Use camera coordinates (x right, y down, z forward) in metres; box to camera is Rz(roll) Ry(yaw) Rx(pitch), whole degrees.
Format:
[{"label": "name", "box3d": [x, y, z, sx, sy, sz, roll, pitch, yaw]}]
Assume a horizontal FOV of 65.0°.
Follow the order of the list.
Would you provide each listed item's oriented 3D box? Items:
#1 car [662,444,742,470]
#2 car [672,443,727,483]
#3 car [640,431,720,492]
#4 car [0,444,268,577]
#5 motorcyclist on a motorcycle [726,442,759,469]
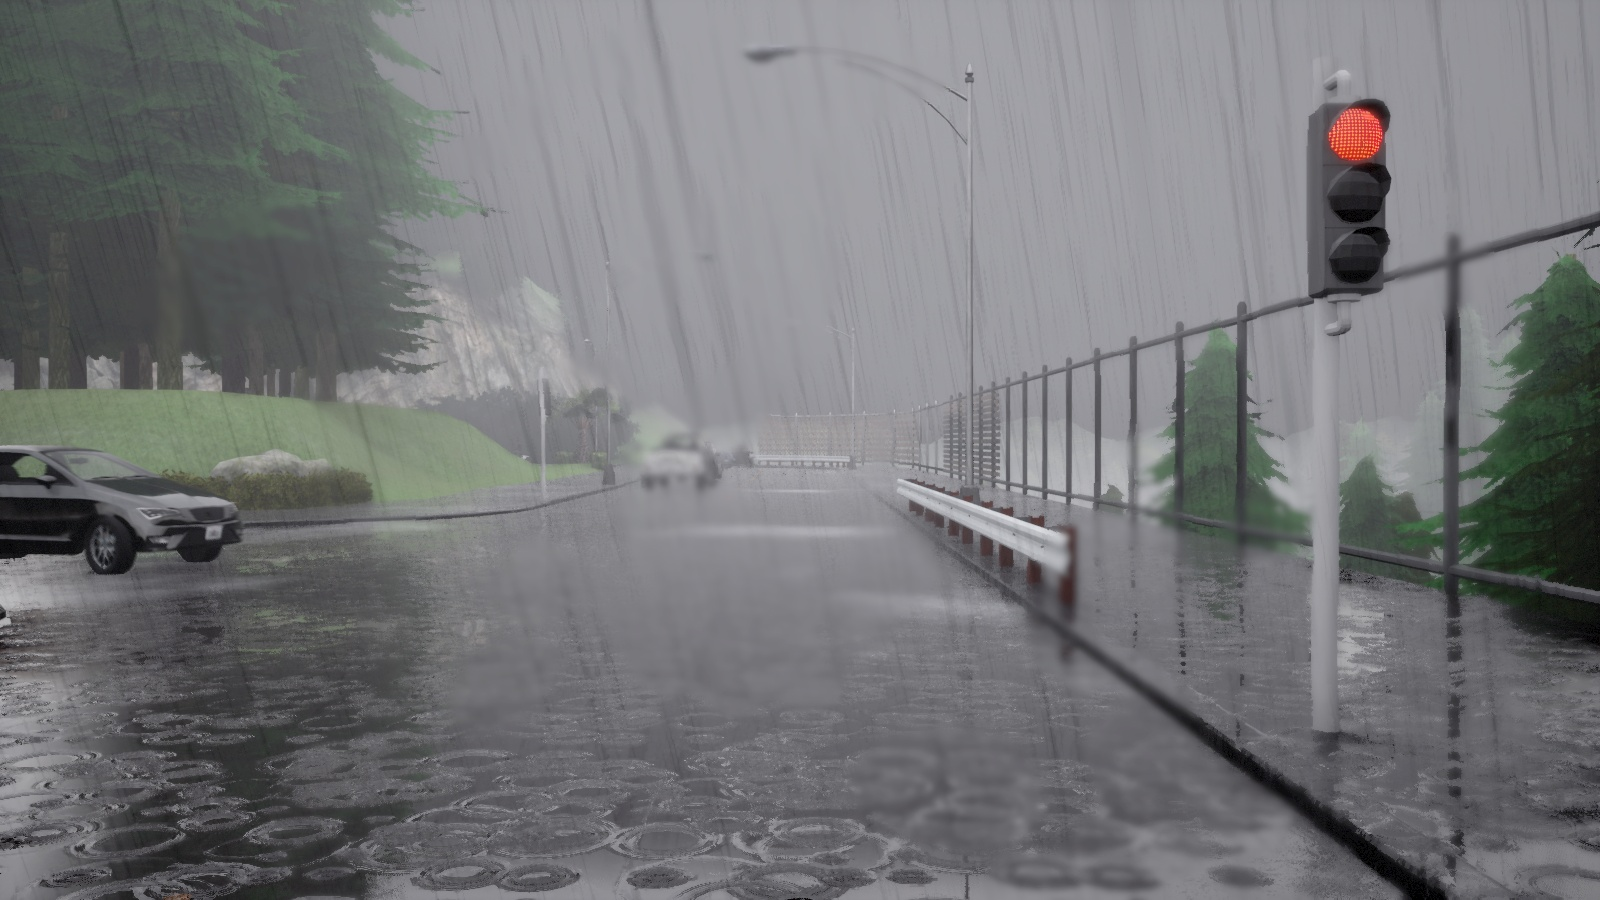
[{"label": "car", "box3d": [-5.529, 0.372, 70.334, 4.674, 1.442, 1.812, 0, 0, 45]}, {"label": "car", "box3d": [-3.912, 0.478, 49.425, 1.845, 1.501, 3.633, 0, 0, 0]}, {"label": "car", "box3d": [-3.834, 0.330, 40.803, 1.932, 1.855, 4.605, 0, 0, 3]}, {"label": "car", "box3d": [-8.885, 0.667, 15.228, 4.193, 1.474, 1.816, 0, 0, 12]}, {"label": "motorcyclist on a motorcycle", "box3d": [-3.415, 0.309, 74.230, 0.797, 1.523, 2.044, -2, 2, -42]}]
